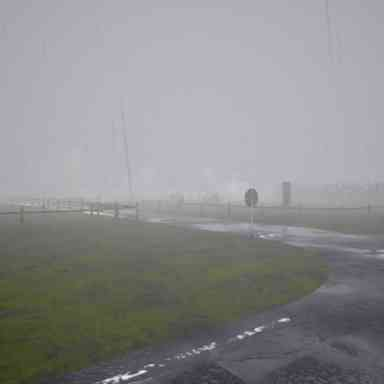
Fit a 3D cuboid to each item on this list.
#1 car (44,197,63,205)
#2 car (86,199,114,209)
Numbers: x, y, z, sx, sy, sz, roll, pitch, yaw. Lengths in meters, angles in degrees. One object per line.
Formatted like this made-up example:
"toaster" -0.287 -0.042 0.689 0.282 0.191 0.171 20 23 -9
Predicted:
"car" -23.982 1.573 57.189 1.895 1.301 4.718 1 -1 -41
"car" -12.078 1.592 43.259 1.895 1.301 4.718 1 -1 -39
